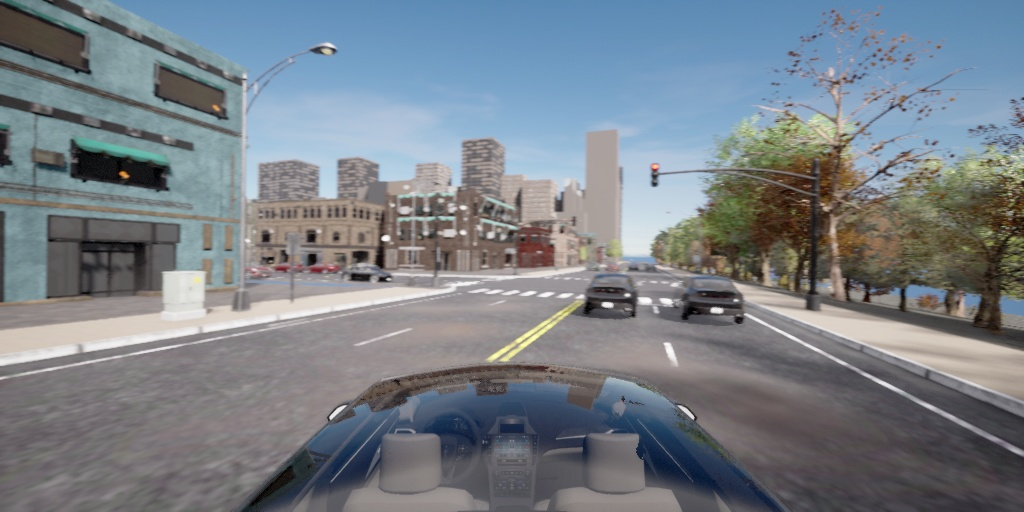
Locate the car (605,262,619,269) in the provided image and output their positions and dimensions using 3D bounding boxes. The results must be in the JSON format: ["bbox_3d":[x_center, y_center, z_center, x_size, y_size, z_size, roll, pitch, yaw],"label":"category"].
[{"bbox_3d":[17.161,1.802,61.407,2.097,1.767,4.553,1,0,20],"label":"car"}]

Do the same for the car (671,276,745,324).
[{"bbox_3d":[7.185,1.475,13.405,1.837,1.490,4.892,1,0,20],"label":"car"}]

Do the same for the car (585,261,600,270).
[{"bbox_3d":[14.097,1.743,62.489,2.097,1.767,4.553,1,0,20],"label":"car"}]

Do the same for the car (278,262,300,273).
[{"bbox_3d":[-27.315,1.379,43.800,4.207,1.307,1.802,0,0,20],"label":"car"}]

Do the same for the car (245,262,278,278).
[{"bbox_3d":[-24.895,1.253,34.051,4.097,1.591,1.967,0,0,20],"label":"car"}]

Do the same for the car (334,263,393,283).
[{"bbox_3d":[-11.855,1.473,29.303,4.313,1.339,1.948,0,0,20],"label":"car"}]

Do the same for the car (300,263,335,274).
[{"bbox_3d":[-22.098,1.418,41.951,4.207,1.307,1.802,0,0,20],"label":"car"}]

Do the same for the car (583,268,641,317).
[{"bbox_3d":[4.025,1.413,14.225,1.837,1.490,4.892,1,0,20],"label":"car"}]
